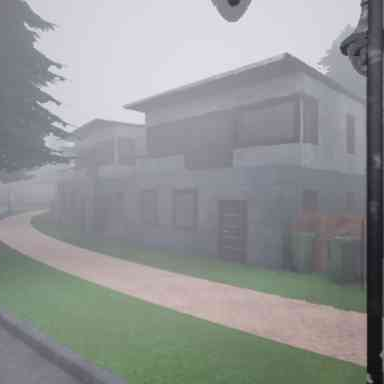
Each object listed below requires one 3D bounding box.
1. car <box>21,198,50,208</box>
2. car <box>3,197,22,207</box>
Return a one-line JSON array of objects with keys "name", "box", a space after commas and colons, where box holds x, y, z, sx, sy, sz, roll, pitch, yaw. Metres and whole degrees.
[{"name": "car", "box": [-23.738, 1.705, 51.520, 1.895, 1.301, 4.718, 0, 0, 7]}, {"name": "car", "box": [-27.281, 1.592, 51.702, 1.882, 1.535, 5.008, 0, 0, 4]}]
